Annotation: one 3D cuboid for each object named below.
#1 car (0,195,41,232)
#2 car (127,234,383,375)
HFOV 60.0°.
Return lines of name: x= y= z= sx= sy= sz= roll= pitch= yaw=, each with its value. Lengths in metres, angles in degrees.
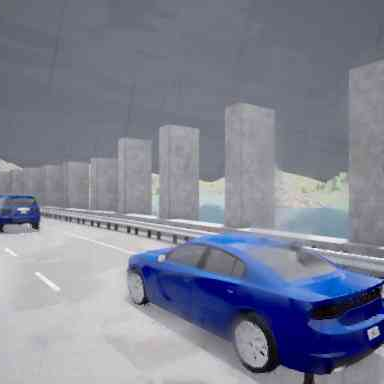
car: x=-11.159 y=1.221 z=20.613 sx=2.150 sy=2.045 sz=5.566 roll=0 pitch=0 yaw=-41
car: x=0.608 y=1.477 z=5.832 sx=1.882 sy=1.535 sz=5.008 roll=0 pitch=0 yaw=-37
